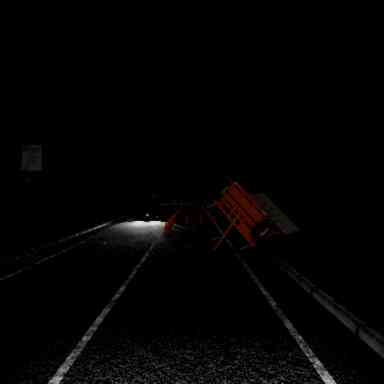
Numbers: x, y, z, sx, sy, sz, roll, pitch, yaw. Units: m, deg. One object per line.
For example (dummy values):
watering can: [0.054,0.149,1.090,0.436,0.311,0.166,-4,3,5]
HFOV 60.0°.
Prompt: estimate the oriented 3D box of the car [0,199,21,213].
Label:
car: [-21.905,1.458,36.109,5.008,1.535,2.097,0,0,0]

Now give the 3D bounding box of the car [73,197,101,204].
car: [-21.896,1.741,69.526,5.008,1.535,2.097,0,-1,0]

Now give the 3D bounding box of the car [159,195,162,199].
car: [-8.845,1.408,61.317,5.566,2.045,2.435,0,-1,0]

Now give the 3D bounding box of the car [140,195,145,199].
car: [-8.821,1.490,41.691,4.892,1.521,2.231,0,0,0]

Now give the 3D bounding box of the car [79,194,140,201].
car: [-8.849,1.207,36.089,5.566,2.045,2.435,0,0,0]

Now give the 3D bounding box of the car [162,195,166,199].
car: [-8.819,1.772,72.527,5.008,1.535,2.097,0,-1,0]

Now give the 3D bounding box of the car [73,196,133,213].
car: [-8.818,1.450,33.286,4.892,1.521,2.231,0,0,0]

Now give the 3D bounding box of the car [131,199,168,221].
car: [-3.331,1.540,26.776,1.994,1.385,4.181,0,0,0]

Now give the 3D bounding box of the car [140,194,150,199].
car: [-8.841,1.259,44.499,5.566,2.045,2.435,0,0,0]

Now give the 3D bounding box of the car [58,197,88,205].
car: [-21.867,1.688,61.172,4.792,1.488,2.163,0,-1,0]

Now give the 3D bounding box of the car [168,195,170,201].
car: [-8.804,1.972,86.539,4.792,1.488,2.163,0,-1,0]

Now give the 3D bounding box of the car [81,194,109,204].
car: [-21.876,1.552,75.097,5.566,2.045,2.435,0,-1,0]

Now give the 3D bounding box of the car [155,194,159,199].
car: [-8.809,1.634,58.511,5.008,1.535,2.097,0,-1,0]

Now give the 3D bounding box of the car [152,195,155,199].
car: [-8.806,1.584,52.905,4.892,1.521,2.231,0,-1,0]

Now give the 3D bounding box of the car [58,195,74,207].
car: [-21.889,1.623,52.816,4.674,1.452,2.002,0,-1,0]

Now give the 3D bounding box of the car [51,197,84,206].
car: [-21.889,1.633,58.387,5.008,1.535,2.097,0,-1,0]

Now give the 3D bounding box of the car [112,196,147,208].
car: [-8.780,1.407,47.298,4.553,1.767,2.185,0,-1,0]

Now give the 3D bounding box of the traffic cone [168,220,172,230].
traffic cone: [-1.367,1.939,17.820,0.340,0.580,0.340,0,0,0]

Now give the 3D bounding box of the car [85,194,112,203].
car: [-21.879,1.585,77.759,5.566,2.045,2.435,0,-1,0]

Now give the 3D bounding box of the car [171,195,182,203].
car: [-3.196,1.857,76.736,1.837,1.490,4.892,0,-1,0]

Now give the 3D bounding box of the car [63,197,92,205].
car: [-21.927,1.714,63.957,4.792,1.488,2.163,0,-1,0]

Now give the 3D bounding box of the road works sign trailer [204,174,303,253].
road works sign trailer: [2.376,1.056,12.674,3.560,2.880,2.380,-5,45,-44]

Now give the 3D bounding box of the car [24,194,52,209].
car: [-21.862,1.385,44.465,4.553,1.767,2.185,0,0,0]

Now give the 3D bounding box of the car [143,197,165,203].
car: [-8.857,1.869,78.130,4.792,1.488,2.163,0,-1,0]

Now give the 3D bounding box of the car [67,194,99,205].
car: [-21.872,1.460,66.742,5.566,2.045,2.435,0,-1,0]

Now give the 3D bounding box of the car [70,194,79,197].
car: [-21.707,1.605,55.601,5.366,1.575,1.946,0,-1,0]

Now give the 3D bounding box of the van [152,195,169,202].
van: [-8.720,1.786,92.148,4.442,1.987,1.878,0,-1,0]

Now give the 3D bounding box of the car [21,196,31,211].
car: [-21.899,1.513,38.895,4.674,1.452,2.002,0,0,0]

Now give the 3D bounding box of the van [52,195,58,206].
van: [-22.008,1.306,47.246,4.442,1.987,1.878,0,0,0]

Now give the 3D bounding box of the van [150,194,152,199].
van: [-8.696,1.332,50.103,4.442,1.987,1.878,0,-1,0]

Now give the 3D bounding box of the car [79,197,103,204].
car: [-21.901,1.809,72.187,4.674,1.452,2.002,0,-1,0]
